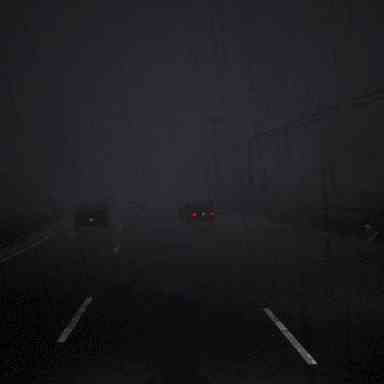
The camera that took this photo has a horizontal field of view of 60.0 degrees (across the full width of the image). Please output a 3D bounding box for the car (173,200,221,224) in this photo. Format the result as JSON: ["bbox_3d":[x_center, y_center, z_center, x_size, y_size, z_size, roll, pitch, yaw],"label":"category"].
[{"bbox_3d":[0.214,1.543,24.719,2.033,1.411,5.357,0,0,-12],"label":"car"}]

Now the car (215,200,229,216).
[{"bbox_3d":[2.131,1.485,32.475,2.128,1.511,4.902,0,0,-12],"label":"car"}]

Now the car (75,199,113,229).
[{"bbox_3d":[-6.348,1.474,21.622,1.882,1.535,5.008,0,0,-12],"label":"car"}]

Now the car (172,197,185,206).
[{"bbox_3d":[-1.960,1.518,52.216,1.812,1.442,4.674,0,0,-11],"label":"car"}]

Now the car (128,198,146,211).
[{"bbox_3d":[-6.759,1.594,40.892,1.895,1.301,4.718,0,0,-12],"label":"car"}]

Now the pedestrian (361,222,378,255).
[{"bbox_3d":[6.292,1.572,11.726,0.375,1.300,0.375,0,0,-8],"label":"pedestrian"}]

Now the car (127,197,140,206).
[{"bbox_3d":[-9.743,1.592,55.283,1.895,1.301,4.718,0,0,-12],"label":"car"}]

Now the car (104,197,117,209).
[{"bbox_3d":[-10.913,1.495,43.685,1.837,1.490,4.892,0,-1,-12],"label":"car"}]
